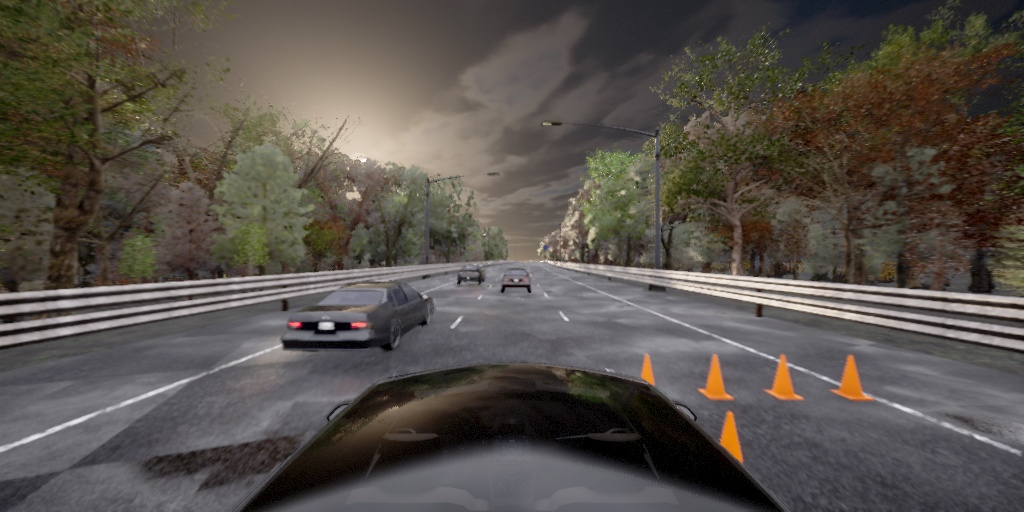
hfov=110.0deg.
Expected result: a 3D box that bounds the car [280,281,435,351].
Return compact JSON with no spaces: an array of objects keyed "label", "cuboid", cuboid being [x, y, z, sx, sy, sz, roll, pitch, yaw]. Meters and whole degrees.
[{"label":"car","cuboid":[-3.375,1.344,9.052,2.033,1.411,5.357,0,0,0]}]

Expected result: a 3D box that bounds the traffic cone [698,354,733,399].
[{"label":"traffic cone","cuboid":[2.991,1.747,5.279,0.340,0.580,0.340,0,0,0]}]

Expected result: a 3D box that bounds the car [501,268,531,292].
[{"label":"car","cuboid":[0.268,1.470,23.049,2.033,1.411,5.357,0,0,1]}]

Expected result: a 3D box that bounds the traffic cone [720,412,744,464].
[{"label":"traffic cone","cuboid":[1.992,1.727,3.279,0.340,0.580,0.340,0,0,0]}]

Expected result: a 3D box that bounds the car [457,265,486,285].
[{"label":"car","cuboid":[-3.161,1.446,28.740,2.128,1.511,4.902,0,0,1]}]

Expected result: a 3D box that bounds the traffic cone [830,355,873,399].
[{"label":"traffic cone","cuboid":[4.991,1.755,5.281,0.340,0.580,0.340,0,0,0]}]

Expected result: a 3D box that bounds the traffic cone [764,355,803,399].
[{"label":"traffic cone","cuboid":[3.991,1.751,5.280,0.340,0.580,0.340,0,0,0]}]

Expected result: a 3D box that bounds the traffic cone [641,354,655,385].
[{"label":"traffic cone","cuboid":[1.991,1.743,5.279,0.340,0.580,0.340,0,0,0]}]
